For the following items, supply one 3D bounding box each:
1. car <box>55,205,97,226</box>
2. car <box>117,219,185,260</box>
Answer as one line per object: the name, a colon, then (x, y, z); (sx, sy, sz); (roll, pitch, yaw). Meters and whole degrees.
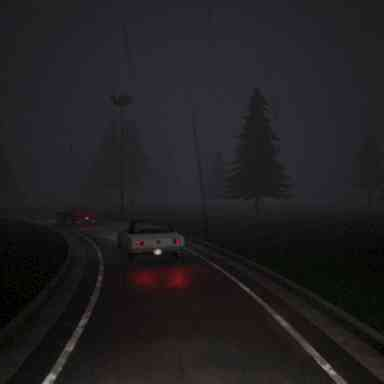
car: (-9.117, 1.748, 25.945); (1.882, 1.535, 5.008); (0, 0, -38)
car: (-1.845, 1.730, 13.188); (1.895, 1.301, 4.718); (0, -1, -19)
